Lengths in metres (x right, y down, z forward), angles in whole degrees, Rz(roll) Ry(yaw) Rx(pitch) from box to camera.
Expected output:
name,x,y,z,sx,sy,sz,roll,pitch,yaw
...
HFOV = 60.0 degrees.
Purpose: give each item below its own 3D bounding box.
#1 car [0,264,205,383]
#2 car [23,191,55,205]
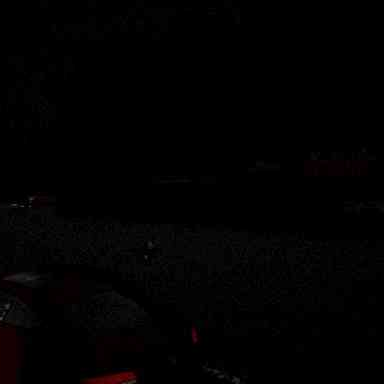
name,x,y,z,sx,sy,sz,roll,pitch,yaw
car,-1.810,1.581,4.093,4.206,1.307,1.802,0,1,36
car,-19.027,0.732,42.467,2.097,1.767,4.553,1,2,36
